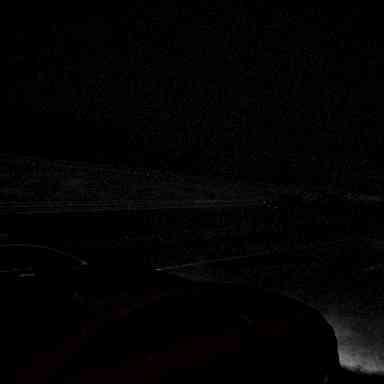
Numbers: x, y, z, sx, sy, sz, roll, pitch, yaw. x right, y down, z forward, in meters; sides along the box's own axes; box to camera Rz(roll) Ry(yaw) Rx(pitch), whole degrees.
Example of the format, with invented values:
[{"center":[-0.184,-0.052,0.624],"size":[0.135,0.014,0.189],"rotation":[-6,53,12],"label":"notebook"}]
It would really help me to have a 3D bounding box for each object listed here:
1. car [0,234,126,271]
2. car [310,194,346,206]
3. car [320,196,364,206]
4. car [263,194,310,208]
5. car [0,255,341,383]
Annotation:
[{"center":[-3.094,1.506,5.840],"size":[4.892,1.490,1.837],"rotation":[0,0,-36],"label":"car"},{"center":[15.232,1.216,37.057],"size":[5.566,2.045,2.150],"rotation":[0,0,-36],"label":"car"},{"center":[15.144,1.489,32.616],"size":[4.902,1.511,2.128],"rotation":[0,0,-37],"label":"car"},{"center":[10.558,1.216,37.928],"size":[5.566,2.045,2.150],"rotation":[0,0,-37],"label":"car"},{"center":[-0.310,1.565,3.530],"size":[4.181,1.385,1.994],"rotation":[0,0,-36],"label":"car"}]
